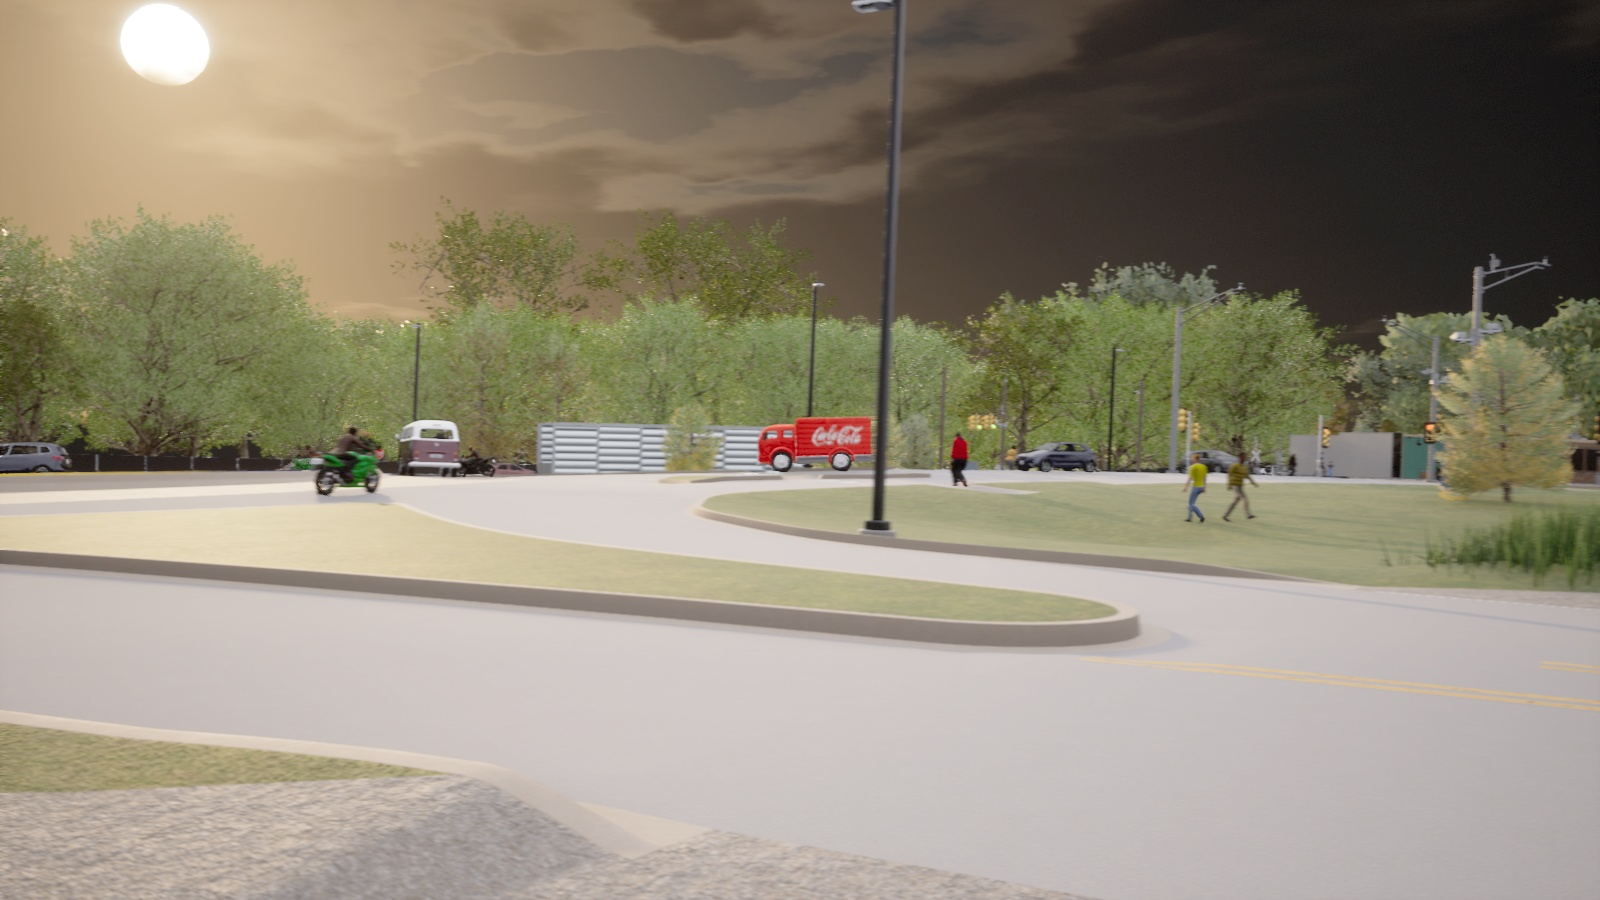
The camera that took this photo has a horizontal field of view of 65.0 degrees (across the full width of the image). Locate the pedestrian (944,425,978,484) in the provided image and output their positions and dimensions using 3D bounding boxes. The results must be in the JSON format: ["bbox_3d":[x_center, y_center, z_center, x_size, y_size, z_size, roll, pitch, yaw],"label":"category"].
[{"bbox_3d":[5.053,0.143,39.474,0.634,1.844,0.899,1,0,-27],"label":"pedestrian"}]

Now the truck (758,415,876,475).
[{"bbox_3d":[0.772,-0.241,57.389,5.204,2.467,2.627,-2,0,1],"label":"truck"}]

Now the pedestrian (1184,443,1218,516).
[{"bbox_3d":[10.170,0.741,31.839,0.354,1.836,0.706,1,0,-32],"label":"pedestrian"}]

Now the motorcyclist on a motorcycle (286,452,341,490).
[{"bbox_3d":[-21.105,0.921,54.448,2.044,1.523,0.797,-3,-4,0],"label":"motorcyclist on a motorcycle"}]

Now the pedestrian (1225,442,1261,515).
[{"bbox_3d":[11.358,0.730,32.183,0.431,1.840,0.709,1,0,-34],"label":"pedestrian"}]

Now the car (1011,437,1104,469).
[{"bbox_3d":[12.420,0.125,60.525,4.193,1.474,1.816,0,1,-29],"label":"car"}]

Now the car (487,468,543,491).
[{"bbox_3d":[-20.429,2.115,90.054,3.633,1.501,1.845,0,1,-23],"label":"car"}]

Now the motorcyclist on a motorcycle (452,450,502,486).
[{"bbox_3d":[-15.248,0.852,59.262,2.044,1.523,0.797,-4,-2,4],"label":"motorcyclist on a motorcycle"}]

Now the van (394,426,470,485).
[{"bbox_3d":[-13.641,0.231,46.397,2.069,2.038,4.480,1,-1,-24],"label":"van"}]

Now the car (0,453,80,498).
[{"bbox_3d":[-32.990,1.093,52.490,4.611,1.667,2.242,-1,-5,-18],"label":"car"}]

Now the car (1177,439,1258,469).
[{"bbox_3d":[26.264,0.274,79.089,2.242,1.667,4.611,1,-3,-25],"label":"car"}]

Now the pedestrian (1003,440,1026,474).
[{"bbox_3d":[11.918,0.408,69.737,0.900,1.855,0.874,1,0,-22],"label":"pedestrian"}]

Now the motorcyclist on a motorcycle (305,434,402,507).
[{"bbox_3d":[-9.780,0.428,27.577,0.797,1.523,2.044,-1,1,23],"label":"motorcyclist on a motorcycle"}]
